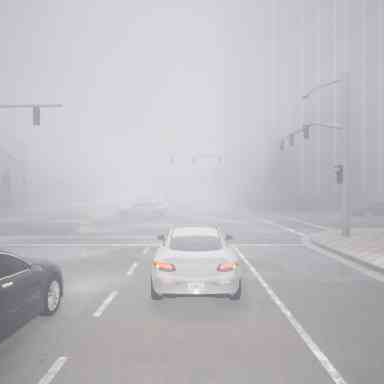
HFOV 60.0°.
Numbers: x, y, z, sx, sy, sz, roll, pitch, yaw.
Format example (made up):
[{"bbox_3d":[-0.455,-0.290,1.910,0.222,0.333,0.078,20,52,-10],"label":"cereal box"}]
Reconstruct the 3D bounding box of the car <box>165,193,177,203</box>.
[{"bbox_3d":[-4.393,1.221,68.803,2.150,2.045,5.566,0,0,-1],"label":"car"}]

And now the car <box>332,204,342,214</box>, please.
[{"bbox_3d":[16.340,1.491,32.574,4.902,1.511,2.128,0,0,0],"label":"car"}]

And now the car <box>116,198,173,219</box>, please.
[{"bbox_3d":[-4.217,1.525,28.919,4.674,1.442,1.812,0,0,-1],"label":"car"}]

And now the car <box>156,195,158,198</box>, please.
[{"bbox_3d":[-7.994,1.352,68.181,2.097,1.767,4.553,0,0,-1],"label":"car"}]

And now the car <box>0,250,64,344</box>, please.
[{"bbox_3d":[-3.434,1.505,4.603,1.837,1.490,4.892,0,0,1],"label":"car"}]

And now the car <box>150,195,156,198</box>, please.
[{"bbox_3d":[-7.920,1.505,57.972,1.837,1.490,4.892,0,0,-1],"label":"car"}]

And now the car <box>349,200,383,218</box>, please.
[{"bbox_3d":[16.292,1.504,29.073,4.892,1.490,1.837,0,0,0],"label":"car"}]

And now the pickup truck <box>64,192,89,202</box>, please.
[{"bbox_3d":[-24.637,1.059,70.312,2.390,2.098,6.274,0,0,30],"label":"pickup truck"}]

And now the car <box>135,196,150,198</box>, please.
[{"bbox_3d":[-7.796,1.478,48.718,1.882,1.535,5.008,0,0,-1],"label":"car"}]

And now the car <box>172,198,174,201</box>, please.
[{"bbox_3d":[-4.400,1.525,32.426,4.674,1.442,1.812,0,0,0],"label":"car"}]

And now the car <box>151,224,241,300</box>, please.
[{"bbox_3d":[0.080,1.526,8.252,1.812,1.442,4.674,0,0,0],"label":"car"}]
